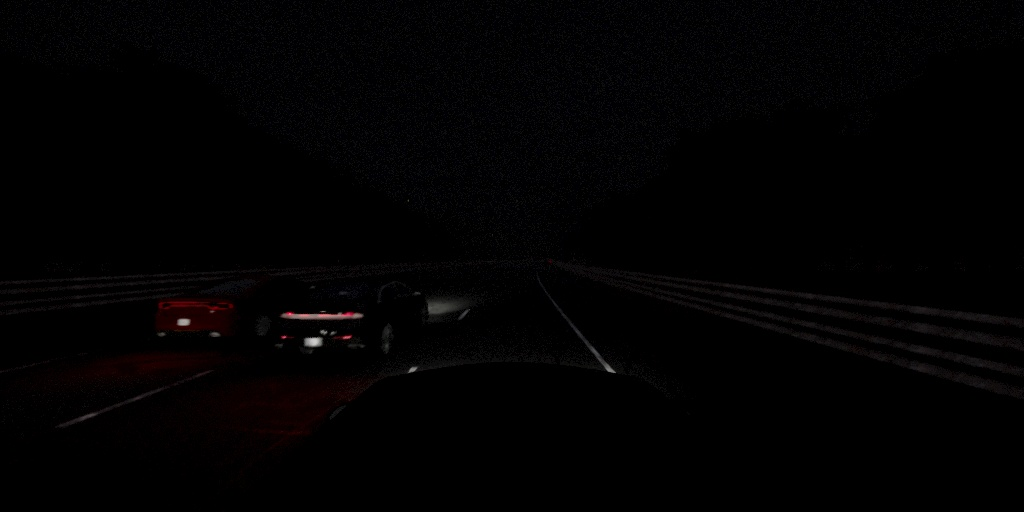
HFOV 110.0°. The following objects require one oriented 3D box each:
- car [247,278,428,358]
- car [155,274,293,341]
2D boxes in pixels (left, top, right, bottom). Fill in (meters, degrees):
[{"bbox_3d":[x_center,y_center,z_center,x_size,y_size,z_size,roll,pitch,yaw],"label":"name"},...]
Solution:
[{"bbox_3d":[-3.362,1.267,8.529,2.128,1.511,4.902,0,0,0],"label":"car"},{"bbox_3d":[-6.848,1.248,9.985,1.882,1.535,5.008,0,0,1],"label":"car"}]
